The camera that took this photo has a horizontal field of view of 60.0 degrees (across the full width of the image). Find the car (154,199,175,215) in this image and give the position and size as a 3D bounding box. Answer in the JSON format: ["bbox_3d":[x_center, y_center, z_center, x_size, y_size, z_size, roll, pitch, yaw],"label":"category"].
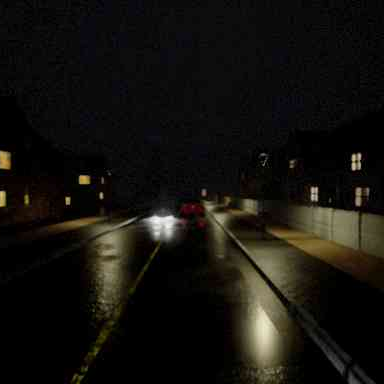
[{"bbox_3d":[-2.768,1.537,34.457,2.128,1.511,4.902,0,0,0],"label":"car"}]

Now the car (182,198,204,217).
[{"bbox_3d":[0.085,1.375,32.295,2.097,1.767,4.553,0,0,0],"label":"car"}]

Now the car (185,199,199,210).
[{"bbox_3d":[0.024,1.655,45.393,1.895,1.301,4.718,0,0,1],"label":"car"}]
